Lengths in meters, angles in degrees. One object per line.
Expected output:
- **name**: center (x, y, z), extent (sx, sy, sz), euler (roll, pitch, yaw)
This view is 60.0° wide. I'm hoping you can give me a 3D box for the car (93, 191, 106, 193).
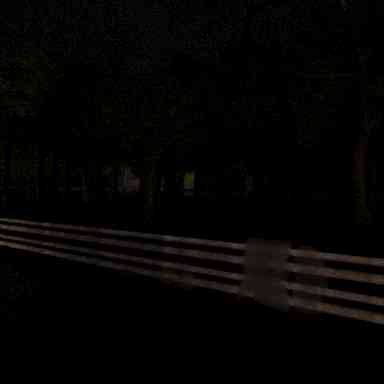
- **car**: center (-20.985, -0.554, 71.858), extent (4.792, 1.488, 2.163), euler (1, 1, 7)
